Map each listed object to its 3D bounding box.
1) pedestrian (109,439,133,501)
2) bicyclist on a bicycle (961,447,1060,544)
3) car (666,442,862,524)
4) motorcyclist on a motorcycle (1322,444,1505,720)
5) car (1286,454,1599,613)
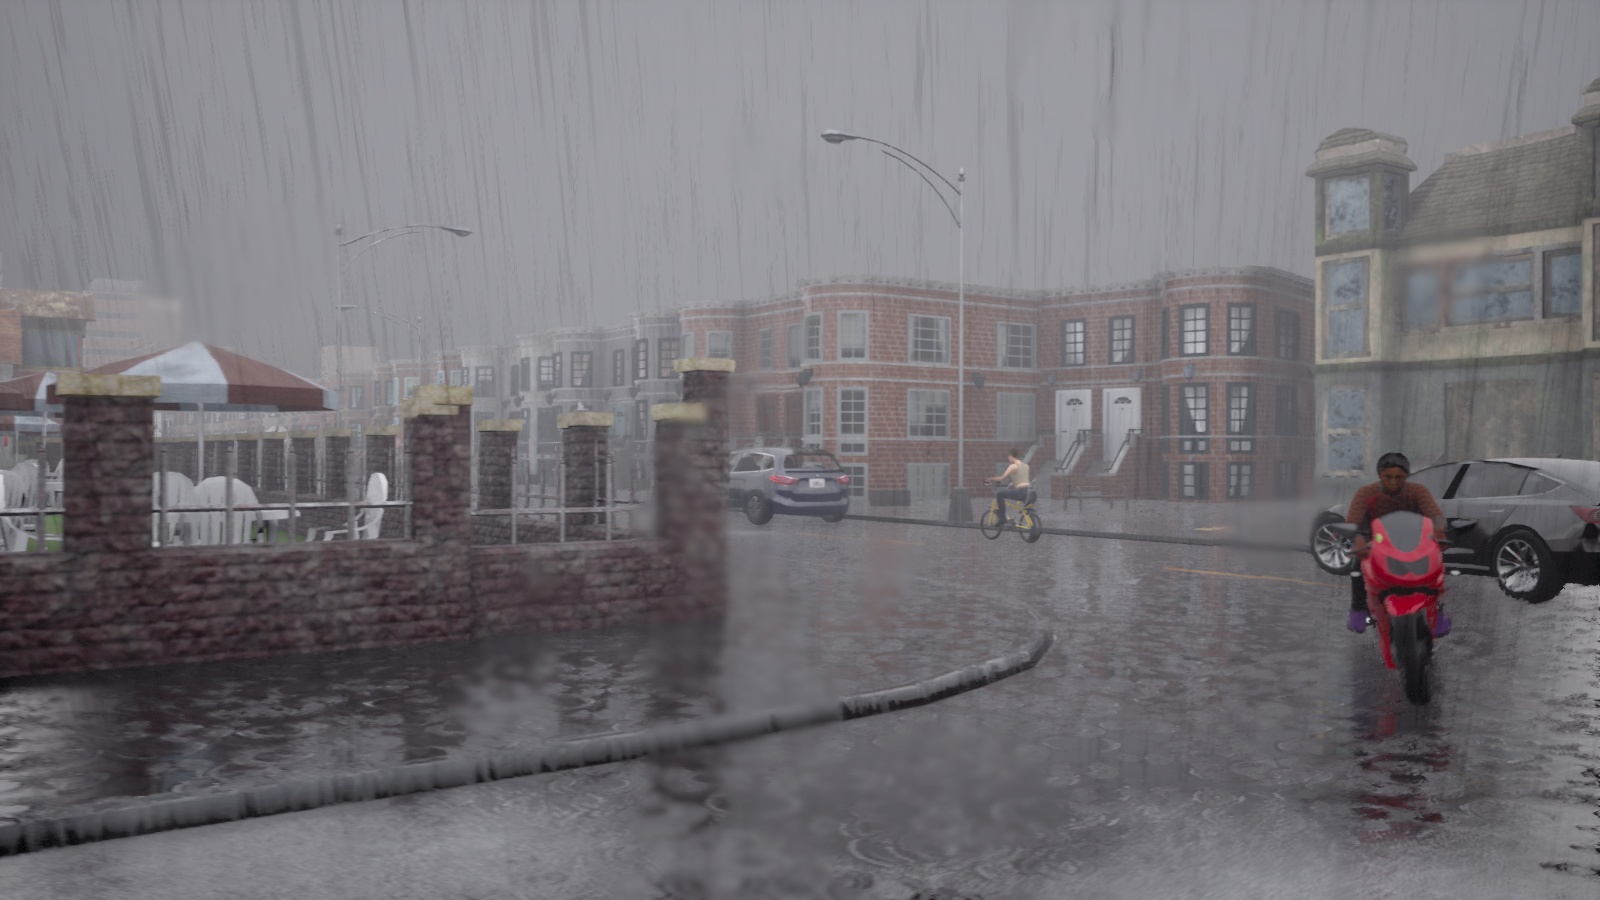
[{"bbox_3d":[-20.630,0.600,38.173,0.614,1.847,0.353,0,0,-33],"label":"pedestrian"},{"bbox_3d":[3.607,0.754,21.620,0.866,1.612,1.509,0,0,-34],"label":"bicyclist on a bicycle"},{"bbox_3d":[-0.905,0.688,28.156,2.242,1.667,4.611,0,0,-35],"label":"car"},{"bbox_3d":[3.850,0.754,8.048,0.797,1.523,2.044,-3,-1,21],"label":"motorcyclist on a motorcycle"},{"bbox_3d":[7.947,0.791,14.371,2.163,1.488,4.792,0,0,-12],"label":"car"}]
